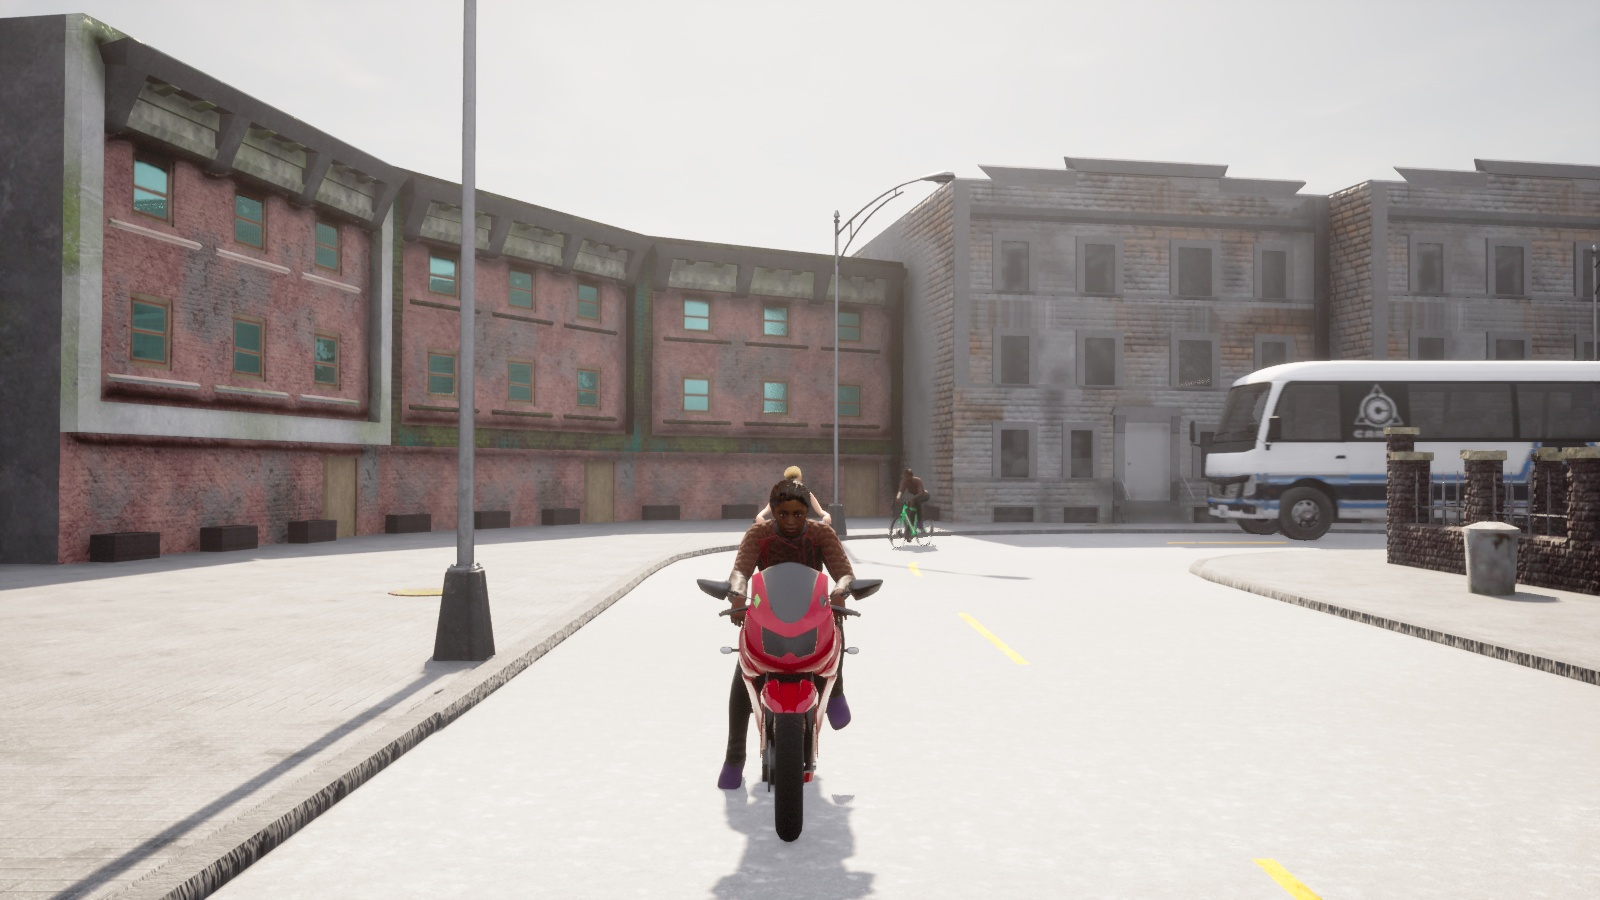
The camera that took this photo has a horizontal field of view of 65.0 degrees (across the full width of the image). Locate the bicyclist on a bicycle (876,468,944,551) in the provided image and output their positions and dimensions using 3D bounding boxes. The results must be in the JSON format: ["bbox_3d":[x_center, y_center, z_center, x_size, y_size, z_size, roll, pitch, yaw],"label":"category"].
[{"bbox_3d":[2.265,1.191,25.686,0.582,1.620,1.656,1,0,37],"label":"bicyclist on a bicycle"}]

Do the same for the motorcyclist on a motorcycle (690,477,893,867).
[{"bbox_3d":[-0.041,0.897,5.981,0.797,1.523,2.044,0,-1,0],"label":"motorcyclist on a motorcycle"}]

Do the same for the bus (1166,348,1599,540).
[{"bbox_3d":[14.542,-0.114,30.188,10.273,4.253,3.944,0,-1,0],"label":"bus"}]
